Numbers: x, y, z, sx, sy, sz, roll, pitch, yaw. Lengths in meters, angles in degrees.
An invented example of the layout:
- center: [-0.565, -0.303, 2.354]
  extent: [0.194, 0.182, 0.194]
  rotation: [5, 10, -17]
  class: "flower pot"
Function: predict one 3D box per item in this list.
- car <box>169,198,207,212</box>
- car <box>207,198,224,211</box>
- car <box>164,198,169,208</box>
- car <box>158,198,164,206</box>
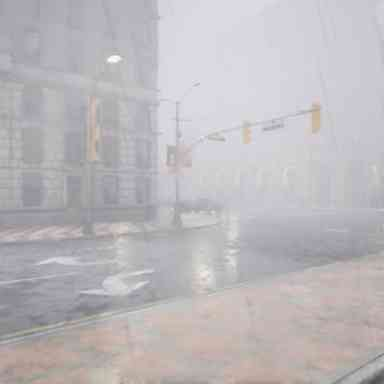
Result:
- center: [-0.560, 1.594, 40.187]
  extent: [1.994, 1.385, 4.181]
  rotation: [0, 0, -36]
  class: "car"
- center: [2.001, 1.539, 42.620]
  extent: [1.837, 1.490, 4.892]
  rotation: [0, 0, -36]
  class: "car"
- center: [-3.685, 1.582, 50.565]
  extent: [2.033, 1.411, 5.357]
  rotation: [0, 0, -35]
  class: "car"
- center: [-6.502, 1.630, 48.480]
  extent: [1.895, 1.301, 4.718]
  rotation: [0, 0, -35]
  class: "car"
